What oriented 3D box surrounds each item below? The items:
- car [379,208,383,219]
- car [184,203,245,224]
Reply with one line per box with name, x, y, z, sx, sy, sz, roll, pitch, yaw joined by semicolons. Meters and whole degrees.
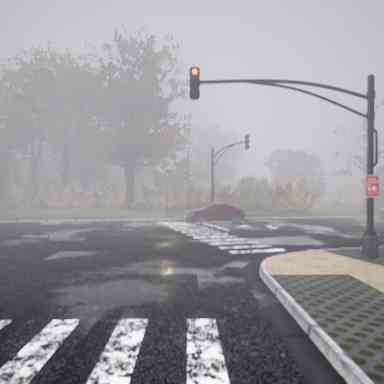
car;19.705;1.657;30.783;4.553;1.767;2.097;1;0;-17
car;1.703;1.554;24.761;4.674;1.442;1.812;1;0;-19
